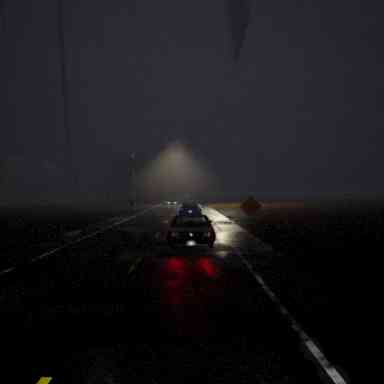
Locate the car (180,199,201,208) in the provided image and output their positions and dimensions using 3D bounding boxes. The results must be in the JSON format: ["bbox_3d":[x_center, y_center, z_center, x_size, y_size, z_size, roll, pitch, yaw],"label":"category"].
[{"bbox_3d":[-0.157,1.588,29.668,1.994,1.385,4.181,0,0,-1],"label":"car"}]

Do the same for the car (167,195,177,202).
[{"bbox_3d":[-4.538,1.571,76.527,1.837,1.490,4.892,0,0,-2],"label":"car"}]

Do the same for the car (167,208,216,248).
[{"bbox_3d":[-0.039,1.621,14.689,1.895,1.301,4.718,0,0,0],"label":"car"}]

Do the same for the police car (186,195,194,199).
[{"bbox_3d":[-0.376,1.536,89.896,1.930,1.638,5.238,0,0,-2],"label":"police car"}]

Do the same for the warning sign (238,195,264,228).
[{"bbox_3d":[3.476,1.122,19.752,1.300,1.860,1.060,0,0,0],"label":"warning sign"}]
